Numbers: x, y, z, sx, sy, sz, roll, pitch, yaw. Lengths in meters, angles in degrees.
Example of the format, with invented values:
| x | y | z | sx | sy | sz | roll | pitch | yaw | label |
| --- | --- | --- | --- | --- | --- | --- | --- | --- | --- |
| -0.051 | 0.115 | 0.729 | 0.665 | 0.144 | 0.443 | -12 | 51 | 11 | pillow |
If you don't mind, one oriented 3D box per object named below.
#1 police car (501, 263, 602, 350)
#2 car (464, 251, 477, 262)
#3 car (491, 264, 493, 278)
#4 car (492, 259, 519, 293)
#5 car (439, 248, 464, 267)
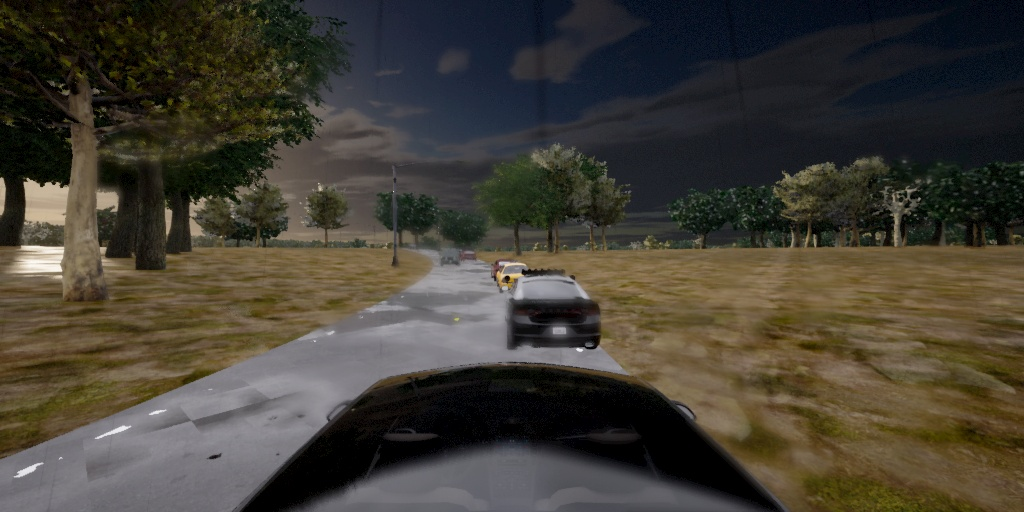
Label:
| x | y | z | sx | sy | sz | roll | pitch | yaw | label |
| --- | --- | --- | --- | --- | --- | --- | --- | --- | --- |
| 0.777 | 1.143 | 9.146 | 1.930 | 1.638 | 5.238 | 0 | 0 | -2 | police car |
| -6.216 | -0.035 | 51.198 | 1.882 | 1.535 | 5.008 | 0 | 2 | -14 | car |
| -0.464 | 0.930 | 25.167 | 1.812 | 1.442 | 4.674 | -1 | 1 | -7 | car |
| 0.120 | 1.017 | 19.309 | 1.801 | 1.575 | 5.366 | -2 | 2 | -5 | car |
| -7.013 | 0.140 | 40.553 | 2.150 | 2.045 | 5.566 | 0 | 2 | -11 | car |
